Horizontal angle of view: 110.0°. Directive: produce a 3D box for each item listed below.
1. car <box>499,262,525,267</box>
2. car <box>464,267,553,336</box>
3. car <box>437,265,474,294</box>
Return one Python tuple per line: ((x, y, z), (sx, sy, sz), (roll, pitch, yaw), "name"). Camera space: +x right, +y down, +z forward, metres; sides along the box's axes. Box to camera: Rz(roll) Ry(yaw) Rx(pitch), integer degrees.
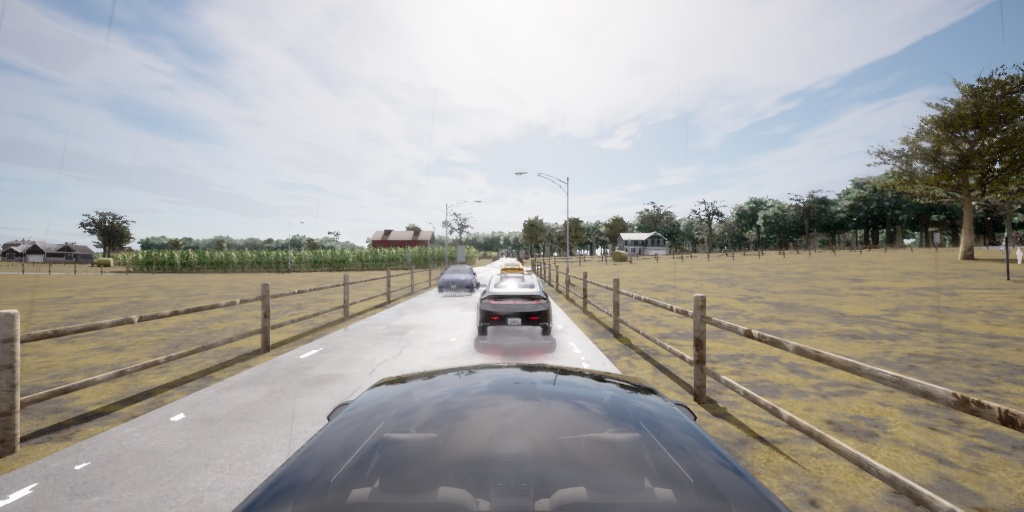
((0.006, 1.194, 29.046), (1.882, 1.535, 5.008), (0, 0, 0), "car")
((0.065, 1.241, 10.389), (2.128, 1.511, 4.902), (0, 0, 0), "car")
((-2.912, 1.261, 20.146), (1.812, 1.442, 4.674), (0, 0, 0), "car")
